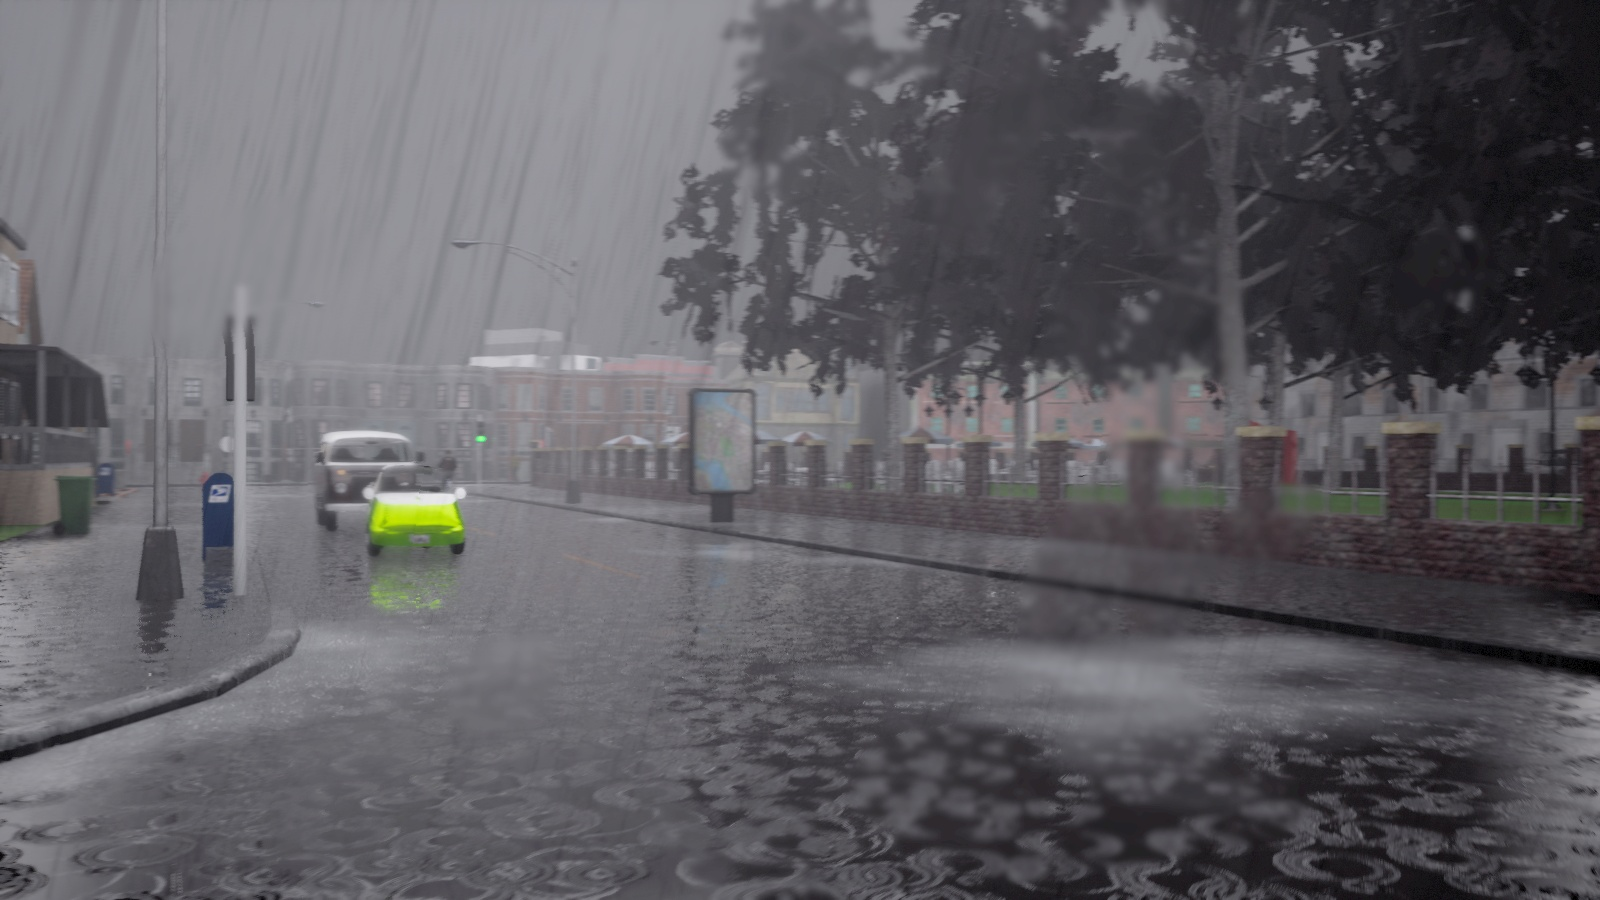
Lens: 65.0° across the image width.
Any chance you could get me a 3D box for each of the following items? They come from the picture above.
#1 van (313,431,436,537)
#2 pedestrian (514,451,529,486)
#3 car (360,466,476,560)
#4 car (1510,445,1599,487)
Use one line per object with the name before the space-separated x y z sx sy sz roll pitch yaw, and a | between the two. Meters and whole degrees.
van | -9.116 0.662 26.647 2.069 2.038 4.480 0 0 -24
pedestrian | -14.677 0.981 66.252 0.709 1.840 0.431 -1 0 40
car | -6.020 0.940 19.675 1.481 1.376 2.207 0 -1 -24
car | 35.238 0.711 58.008 1.905 1.878 3.866 0 0 -24
